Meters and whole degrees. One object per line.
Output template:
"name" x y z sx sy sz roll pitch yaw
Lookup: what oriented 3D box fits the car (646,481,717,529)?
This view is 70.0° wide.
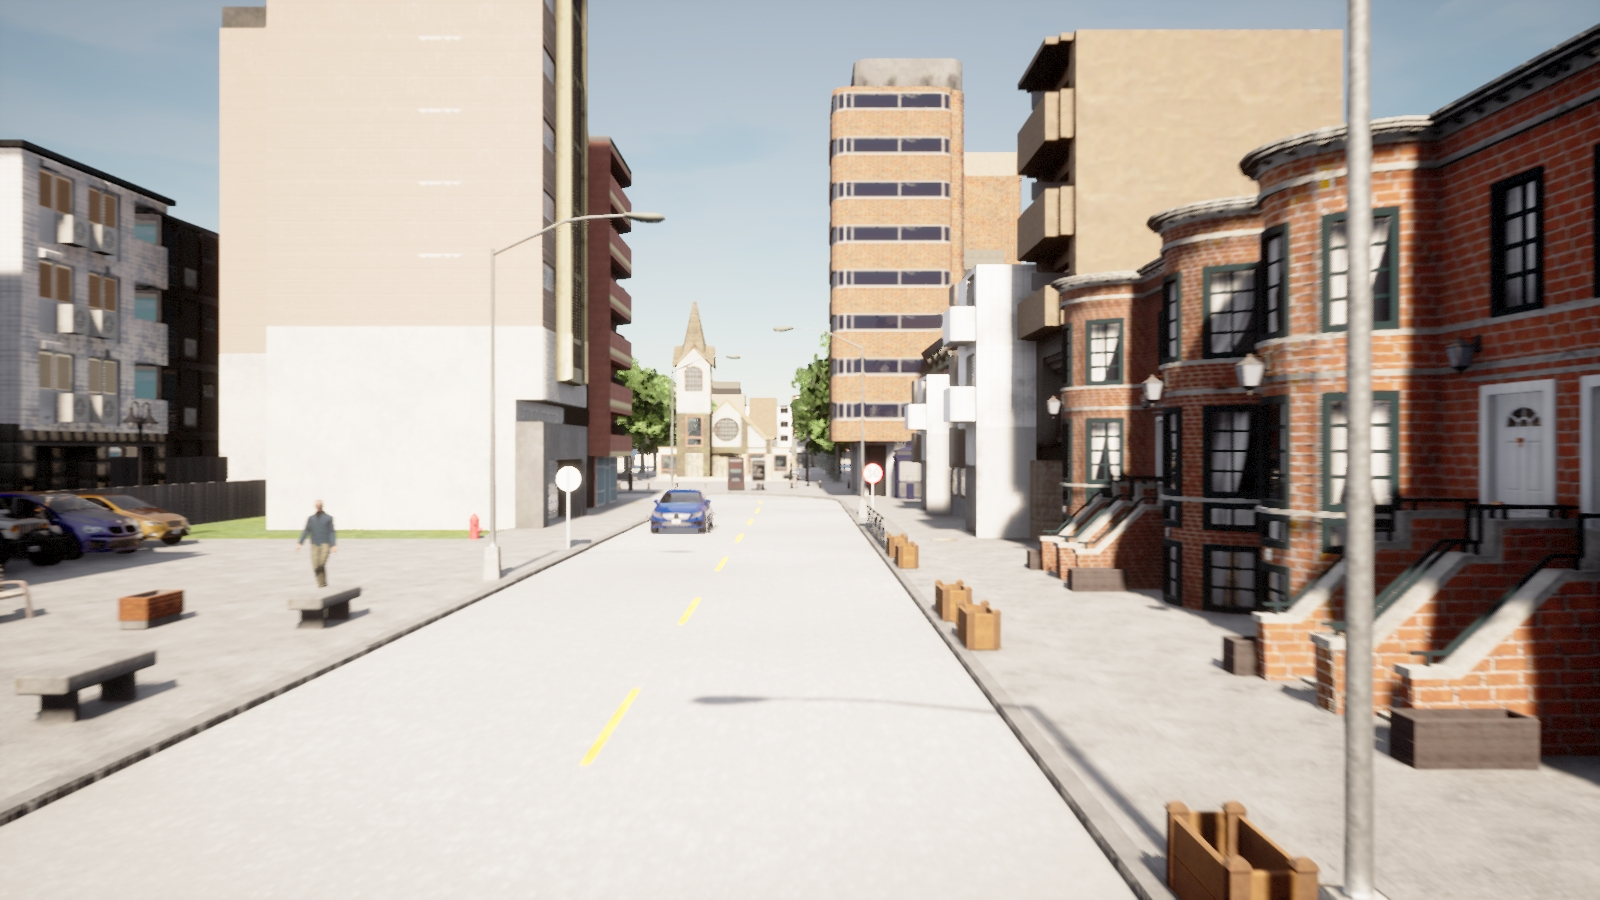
"car" -4.042 1.861 39.656 2.002 1.442 4.674 0 0 0

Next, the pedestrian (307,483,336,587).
"pedestrian" -8.647 1.525 20.655 0.375 1.860 0.375 0 0 -3
